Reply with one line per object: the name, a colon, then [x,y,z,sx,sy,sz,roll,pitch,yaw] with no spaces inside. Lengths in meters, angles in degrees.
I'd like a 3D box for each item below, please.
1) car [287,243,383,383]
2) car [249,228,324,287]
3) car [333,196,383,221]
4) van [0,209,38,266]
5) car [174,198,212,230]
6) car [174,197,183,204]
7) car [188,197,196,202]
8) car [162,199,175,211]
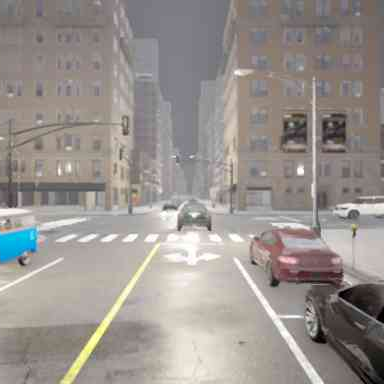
car: [2.670,1.588,3.616,1.947,1.339,4.313,0,0,0]
car: [2.669,1.638,9.201,1.802,1.307,4.206,0,0,0]
car: [15.322,1.382,29.064,5.566,2.045,2.150,-1,0,-1]
van: [-5.855,1.397,9.200,1.690,1.788,3.998,0,0,0]
car: [0.172,1.465,21.866,2.097,1.767,4.553,0,-1,1]
car: [-2.938,1.966,75.030,1.837,1.490,4.892,0,0,0]
car: [0.006,1.895,85.241,1.812,1.442,4.674,0,0,0]
car: [-2.853,1.870,44.089,1.895,1.301,4.718,0,0,0]
